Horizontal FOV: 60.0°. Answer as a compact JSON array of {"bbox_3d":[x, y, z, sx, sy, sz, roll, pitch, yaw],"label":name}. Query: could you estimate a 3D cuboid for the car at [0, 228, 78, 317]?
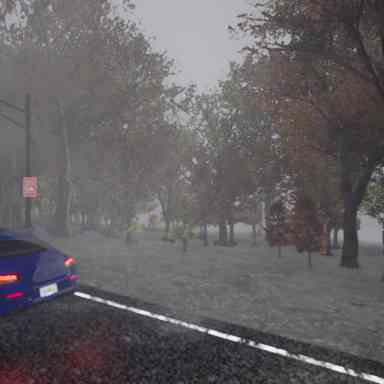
[{"bbox_3d":[-4.249,1.484,6.678,4.674,1.442,1.812,-2,2,34],"label":"car"}]
